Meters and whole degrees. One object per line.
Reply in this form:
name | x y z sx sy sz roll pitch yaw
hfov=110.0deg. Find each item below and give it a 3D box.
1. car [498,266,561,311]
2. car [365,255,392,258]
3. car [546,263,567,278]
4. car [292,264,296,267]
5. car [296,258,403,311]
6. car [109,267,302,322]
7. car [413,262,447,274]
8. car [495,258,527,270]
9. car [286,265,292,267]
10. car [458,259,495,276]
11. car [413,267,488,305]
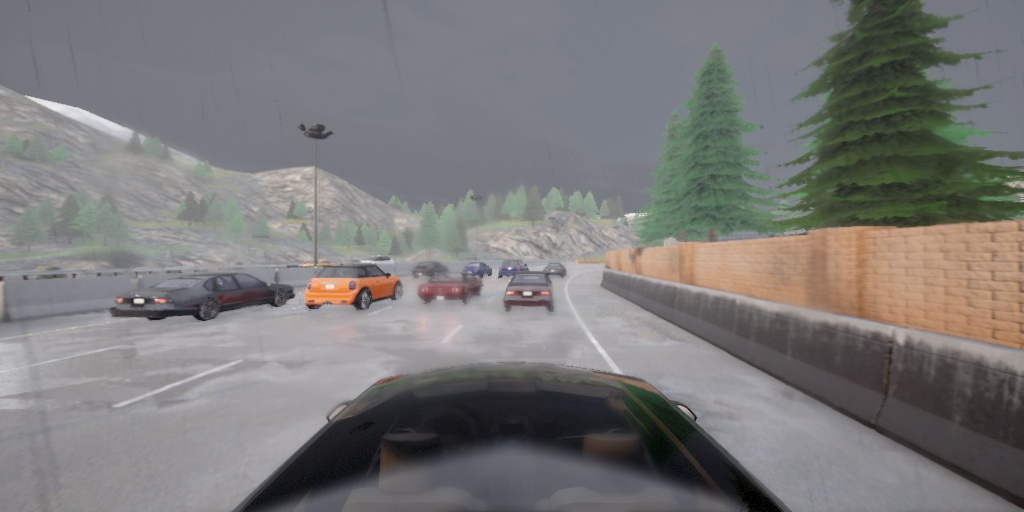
car | 0.776 1.303 14.497 2.033 1.411 5.357 0 0 6
car | -15.908 0.939 41.628 2.150 2.045 5.566 0 0 15
car | 4.213 1.334 34.640 1.994 1.385 4.181 0 0 13
car | -22.885 1.177 42.453 1.882 1.535 5.008 0 0 14
car | -6.178 1.089 14.624 2.097 1.767 4.553 0 0 5
car | -9.943 1.274 12.242 2.033 1.411 5.357 0 0 4
car | -7.126 1.244 32.040 1.837 1.490 4.892 0 0 12
car | 0.233 1.111 32.971 2.097 1.767 4.553 0 0 12
car | -25.858 1.293 45.002 1.895 1.301 4.718 0 0 15
car | -3.214 1.276 33.675 1.812 1.442 4.674 0 0 12
car | -2.552 1.348 16.138 1.895 1.301 4.718 0 0 6
